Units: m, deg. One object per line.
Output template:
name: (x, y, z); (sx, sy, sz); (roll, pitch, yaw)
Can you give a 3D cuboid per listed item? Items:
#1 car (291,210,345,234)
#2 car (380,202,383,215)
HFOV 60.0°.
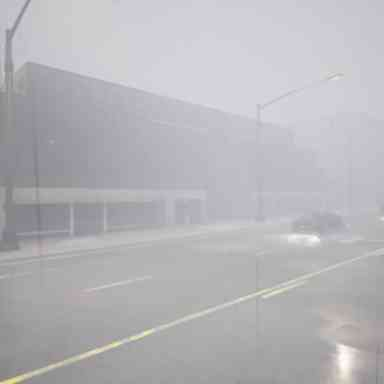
car: (8.091, 1.856, 21.254); (4.181, 1.385, 1.994); (-1, -1, -43)
car: (20.772, 1.174, 33.241); (5.566, 2.045, 2.150); (-2, -1, -43)
